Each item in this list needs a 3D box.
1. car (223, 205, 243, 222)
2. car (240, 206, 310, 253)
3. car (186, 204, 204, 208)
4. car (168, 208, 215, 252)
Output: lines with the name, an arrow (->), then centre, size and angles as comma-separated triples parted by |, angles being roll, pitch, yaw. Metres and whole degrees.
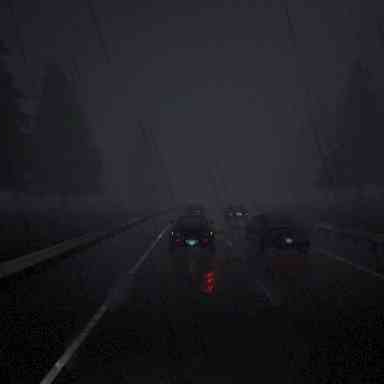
car -> 3.771, 1.815, 28.753 | 2.033, 1.411, 5.357 | 0, 0, 3
car -> 3.507, 1.613, 14.469 | 1.882, 1.535, 5.008 | 0, 0, 0
car -> 0.294, 1.780, 29.228 | 1.837, 1.490, 4.892 | 0, 0, 3
car -> 0.006, 1.660, 14.365 | 1.812, 1.442, 4.674 | 0, 0, 0
